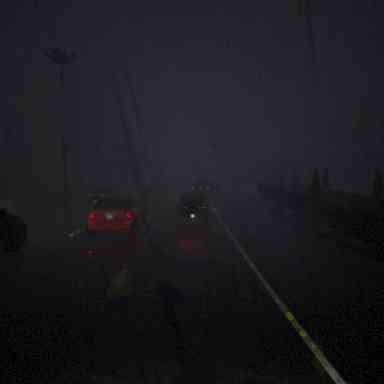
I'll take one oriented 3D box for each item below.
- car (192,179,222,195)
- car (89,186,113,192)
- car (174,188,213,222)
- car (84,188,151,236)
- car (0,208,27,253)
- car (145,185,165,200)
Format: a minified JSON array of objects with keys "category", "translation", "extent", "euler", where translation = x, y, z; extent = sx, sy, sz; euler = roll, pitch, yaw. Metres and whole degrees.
[{"category":"car","translation":[1.556,-0.520,34.328],"extent":[2.097,1.767,4.553],"euler":[2,5,20]},{"category":"car","translation":[-7.026,0.260,26.406],"extent":[2.128,1.511,4.902],"euler":[0,5,0]},{"category":"car","translation":[0.017,0.806,19.805],"extent":[1.837,1.490,4.892],"euler":[0,5,0]},{"category":"car","translation":[-3.458,0.916,16.027],"extent":[2.097,1.767,4.553],"euler":[0,4,0]},{"category":"car","translation":[-6.918,1.086,9.482],"extent":[2.150,2.045,5.566],"euler":[0,1,-1]},{"category":"car","translation":[-3.560,-0.033,31.422],"extent":[1.895,1.301,4.718],"euler":[0,5,0]}]
